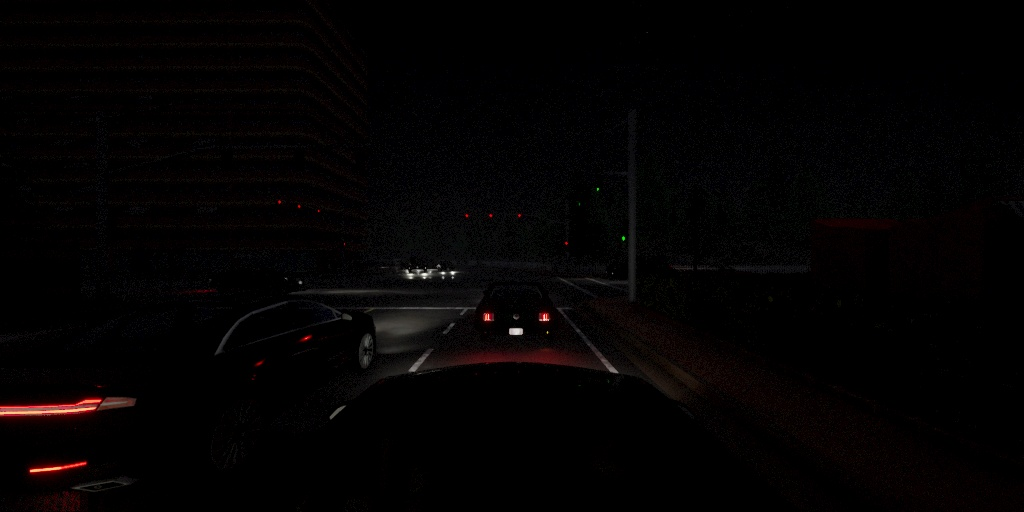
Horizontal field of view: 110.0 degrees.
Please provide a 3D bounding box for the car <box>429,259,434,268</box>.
[{"bbox_3d":[-12.889,1.253,56.430,1.837,1.490,4.892,0,1,-32],"label":"car"}]

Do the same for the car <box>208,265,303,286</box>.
[{"bbox_3d":[-14.779,1.293,20.879,4.902,1.511,2.128,0,0,1],"label":"car"}]

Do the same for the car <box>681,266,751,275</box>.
[{"bbox_3d":[15.646,1.406,27.799,4.718,1.301,1.895,0,0,1],"label":"car"}]

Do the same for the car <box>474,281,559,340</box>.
[{"bbox_3d":[0.113,1.351,9.993,1.895,1.301,4.718,0,0,1],"label":"car"}]

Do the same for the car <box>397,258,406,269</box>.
[{"bbox_3d":[-15.360,1.276,53.777,1.812,1.442,4.674,0,0,-31],"label":"car"}]

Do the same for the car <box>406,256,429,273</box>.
[{"bbox_3d":[-11.794,0.971,44.803,2.150,2.045,5.566,0,0,-15],"label":"car"}]

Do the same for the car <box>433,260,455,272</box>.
[{"bbox_3d":[-8.870,1.297,47.747,2.033,1.411,5.357,0,0,-18],"label":"car"}]

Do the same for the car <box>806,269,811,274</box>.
[{"bbox_3d":[28.298,1.331,31.166,4.674,1.442,1.812,0,0,0],"label":"car"}]

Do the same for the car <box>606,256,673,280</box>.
[{"bbox_3d":[11.082,1.022,31.360,5.566,2.045,2.150,-1,0,1],"label":"car"}]

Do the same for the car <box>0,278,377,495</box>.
[{"bbox_3d":[-3.426,1.242,4.729,2.128,1.511,4.902,0,0,0],"label":"car"}]
